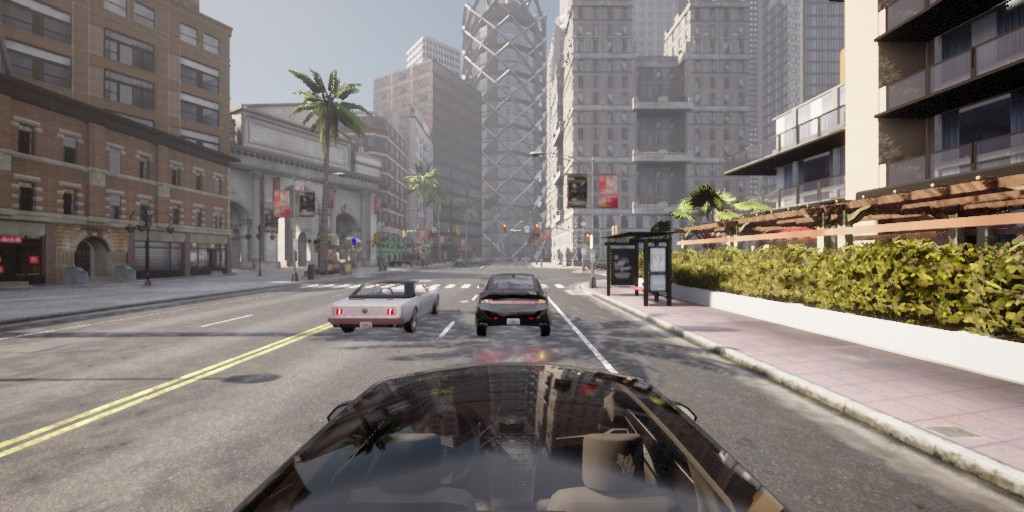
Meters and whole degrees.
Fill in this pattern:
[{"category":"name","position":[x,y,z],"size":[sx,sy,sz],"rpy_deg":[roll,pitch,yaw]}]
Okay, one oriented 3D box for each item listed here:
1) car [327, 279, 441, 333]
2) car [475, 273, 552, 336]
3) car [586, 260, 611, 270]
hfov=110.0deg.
[{"category":"car","position":[-3.457,1.349,10.750],"size":[1.895,1.301,4.718],"rpy_deg":[0,0,0]},{"category":"car","position":[0.041,1.240,10.370],"size":[2.128,1.511,4.902],"rpy_deg":[0,0,0]},{"category":"car","position":[12.811,1.233,50.183],"size":[4.902,1.511,2.128],"rpy_deg":[0,0,3]}]
